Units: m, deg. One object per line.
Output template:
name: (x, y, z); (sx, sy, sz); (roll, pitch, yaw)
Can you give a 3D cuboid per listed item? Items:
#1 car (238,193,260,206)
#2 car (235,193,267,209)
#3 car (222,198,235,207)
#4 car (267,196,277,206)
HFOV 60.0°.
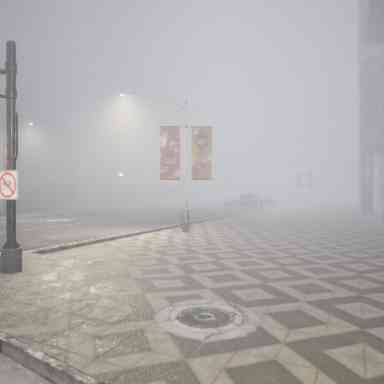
car: (9.811, 1.183, 56.612); (2.150, 2.045, 5.566); (0, 0, 26)
car: (8.202, 1.189, 45.830); (2.150, 2.045, 5.566); (0, 0, 26)
car: (6.150, 1.571, 49.048); (1.895, 1.301, 4.718); (0, 0, 27)
car: (12.719, 1.449, 55.159); (2.128, 1.511, 4.902); (0, 0, 26)
